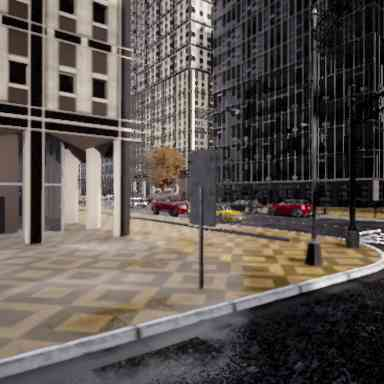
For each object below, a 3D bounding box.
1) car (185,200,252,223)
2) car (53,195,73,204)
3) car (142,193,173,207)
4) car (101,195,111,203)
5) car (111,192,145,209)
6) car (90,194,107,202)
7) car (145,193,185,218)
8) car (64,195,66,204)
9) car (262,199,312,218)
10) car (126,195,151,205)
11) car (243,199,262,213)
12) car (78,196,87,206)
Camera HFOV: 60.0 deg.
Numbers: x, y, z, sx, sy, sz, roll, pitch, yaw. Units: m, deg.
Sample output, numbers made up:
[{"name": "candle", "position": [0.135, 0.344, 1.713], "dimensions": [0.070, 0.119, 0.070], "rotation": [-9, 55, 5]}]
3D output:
[{"name": "car", "position": [1.786, 1.412, 24.055], "dimensions": [1.752, 1.417, 4.829], "rotation": [1, 0, -36]}, {"name": "car", "position": [-21.809, 1.182, 56.231], "dimensions": [2.008, 1.369, 4.403], "rotation": [1, 0, -36]}, {"name": "car", "position": [-4.950, 1.090, 47.509], "dimensions": [2.192, 1.841, 5.009], "rotation": [1, 0, -36]}, {"name": "car", "position": [-15.064, 1.210, 61.203], "dimensions": [2.008, 1.369, 4.403], "rotation": [1, 0, -36]}, {"name": "car", "position": [-7.610, 0.997, 41.375], "dimensions": [2.150, 2.045, 5.566], "rotation": [0, 0, -36]}, {"name": "car", "position": [-18.536, 1.142, 65.906], "dimensions": [1.752, 1.417, 4.829], "rotation": [1, 0, -36]}, {"name": "car", "position": [-1.662, 1.167, 28.778], "dimensions": [2.192, 1.841, 5.009], "rotation": [1, 0, -36]}, {"name": "car", "position": [-18.439, 1.221, 51.665], "dimensions": [2.008, 1.369, 4.403], "rotation": [1, 0, -36]}, {"name": "car", "position": [8.637, 1.355, 29.323], "dimensions": [1.967, 1.590, 4.097], "rotation": [1, 0, -36]}, {"name": "car", "position": [-8.424, 1.262, 52.210], "dimensions": [1.752, 1.417, 4.829], "rotation": [1, 0, -36]}, {"name": "car", "position": [5.238, 1.432, 33.873], "dimensions": [2.008, 1.369, 4.403], "rotation": [1, 0, -36]}, {"name": "car", "position": [-15.068, 1.254, 47.099], "dimensions": [1.887, 1.381, 4.507], "rotation": [1, 0, -36]}]
